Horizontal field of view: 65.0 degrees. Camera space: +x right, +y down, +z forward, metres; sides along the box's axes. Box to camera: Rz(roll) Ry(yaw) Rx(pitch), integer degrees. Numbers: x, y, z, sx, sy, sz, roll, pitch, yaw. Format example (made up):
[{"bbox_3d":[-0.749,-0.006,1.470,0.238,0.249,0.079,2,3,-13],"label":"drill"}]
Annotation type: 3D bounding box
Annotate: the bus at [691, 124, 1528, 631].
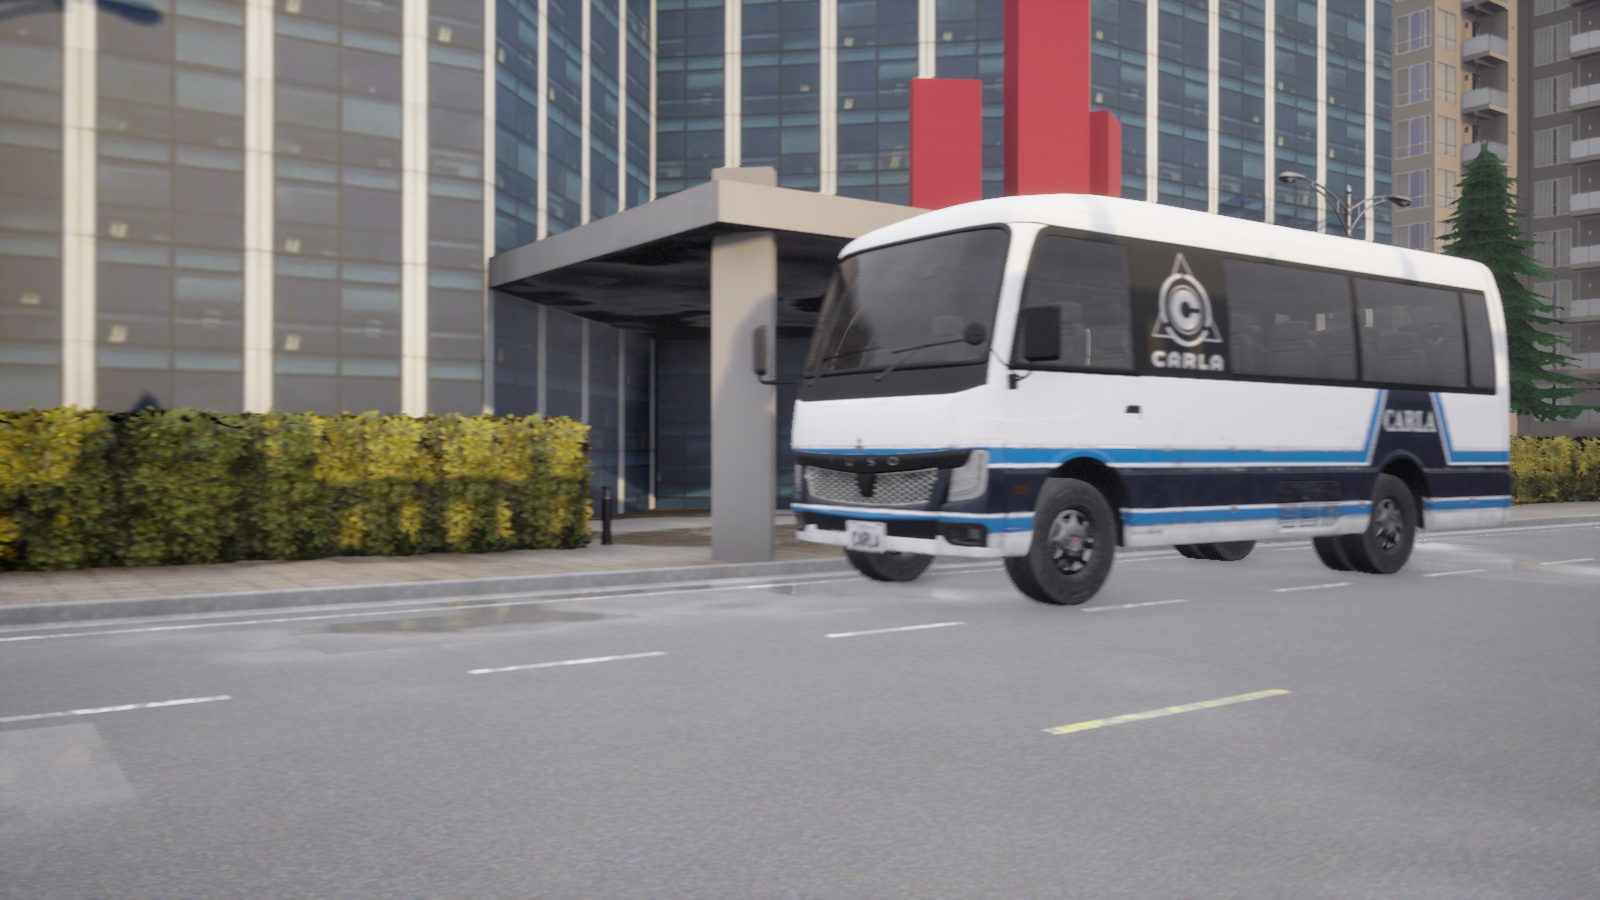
[{"bbox_3d":[4.155,-0.603,15.085,10.273,4.253,3.944,0,0,-35],"label":"bus"}]
